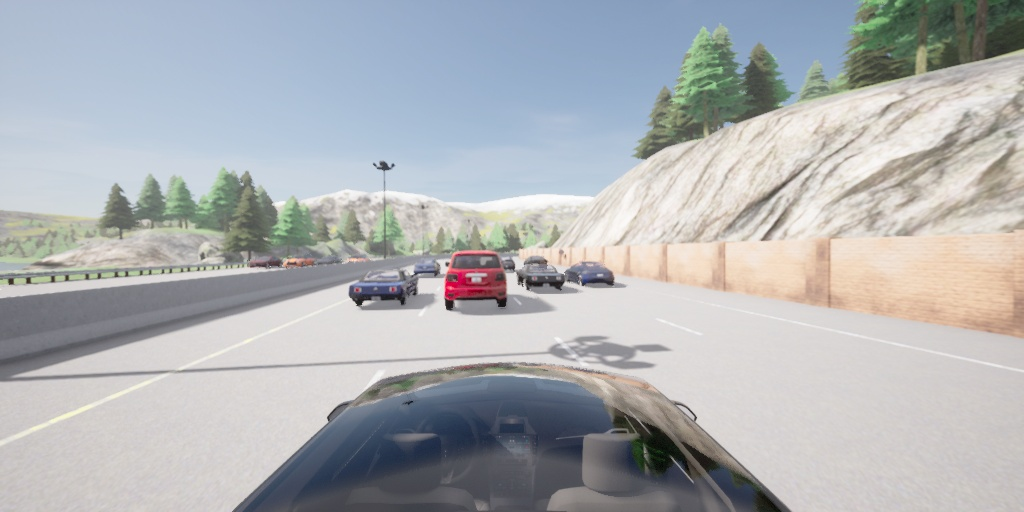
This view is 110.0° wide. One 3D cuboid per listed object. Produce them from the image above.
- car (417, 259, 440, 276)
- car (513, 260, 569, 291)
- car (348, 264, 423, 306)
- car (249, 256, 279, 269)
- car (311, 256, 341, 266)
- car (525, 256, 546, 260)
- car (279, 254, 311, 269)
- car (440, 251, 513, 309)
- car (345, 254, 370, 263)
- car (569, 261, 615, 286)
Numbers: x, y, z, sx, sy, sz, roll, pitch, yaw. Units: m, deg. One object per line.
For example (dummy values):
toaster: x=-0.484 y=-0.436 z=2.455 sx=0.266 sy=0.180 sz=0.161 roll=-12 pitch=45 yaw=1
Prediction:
car: x=-7.115 y=0.928 z=30.395 sx=2.033 sy=1.411 sz=5.357 roll=0 pitch=1 yaw=-7
car: x=1.387 y=1.093 z=19.596 sx=1.895 sy=1.301 sz=4.718 roll=0 pitch=1 yaw=-7
car: x=-5.069 y=1.190 z=14.852 sx=1.895 sy=1.301 sz=4.718 roll=0 pitch=1 yaw=-7
car: x=-30.279 y=0.773 z=44.278 sx=1.882 sy=1.535 sz=5.008 roll=0 pitch=1 yaw=-7
car: x=-23.432 y=0.746 z=45.893 sx=1.837 sy=1.490 sz=4.892 roll=0 pitch=1 yaw=-7
car: x=2.488 y=0.705 z=38.080 sx=1.882 sy=1.535 sz=5.008 roll=0 pitch=1 yaw=-7
car: x=-26.900 y=0.614 z=45.430 sx=2.097 sy=1.767 sz=4.553 roll=0 pitch=1 yaw=-7
car: x=-1.456 y=0.806 z=14.137 sx=2.150 sy=2.045 sz=5.566 roll=0 pitch=1 yaw=-7
car: x=-19.968 y=0.568 z=46.387 sx=2.097 sy=1.767 sz=4.553 roll=0 pitch=1 yaw=-7
car: x=4.625 y=1.010 z=21.842 sx=1.994 sy=1.385 sz=4.181 roll=0 pitch=1 yaw=-7
